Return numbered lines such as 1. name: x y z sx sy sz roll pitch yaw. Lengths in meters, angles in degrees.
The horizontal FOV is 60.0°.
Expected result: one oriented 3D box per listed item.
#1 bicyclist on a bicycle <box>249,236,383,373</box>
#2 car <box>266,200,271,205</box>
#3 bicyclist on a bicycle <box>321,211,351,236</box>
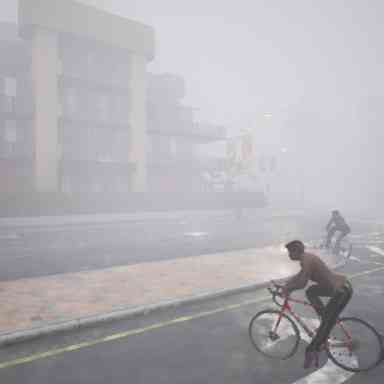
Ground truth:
1. bicyclist on a bicycle: 1.532 1.455 4.311 1.656 1.620 0.582 -2 -1 22
2. car: 10.668 1.491 54.275 2.128 1.511 4.902 0 0 -34
3. bicyclist on a bicycle: 4.801 1.432 11.170 0.582 1.620 1.656 17 -7 -18
